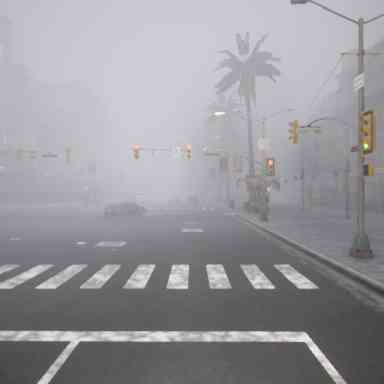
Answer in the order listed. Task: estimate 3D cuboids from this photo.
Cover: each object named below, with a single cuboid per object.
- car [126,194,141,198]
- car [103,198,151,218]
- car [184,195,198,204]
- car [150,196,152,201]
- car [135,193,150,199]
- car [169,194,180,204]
[{"bbox_3d":[-10.538,1.518,56.741,2.033,1.411,5.357,0,0,1],"label":"car"},{"bbox_3d":[-6.117,1.548,30.429,1.994,1.385,4.181,0,0,32],"label":"car"},{"bbox_3d":[0.102,1.320,63.005,2.097,1.767,4.553,0,0,0],"label":"car"},{"bbox_3d":[-10.498,1.438,77.441,1.882,1.535,5.008,0,0,0],"label":"car"},{"bbox_3d":[-10.510,1.187,66.989,2.150,2.045,5.566,0,0,0],"label":"car"},{"bbox_3d":[-3.398,1.531,64.089,1.994,1.385,4.181,0,0,0],"label":"car"}]
